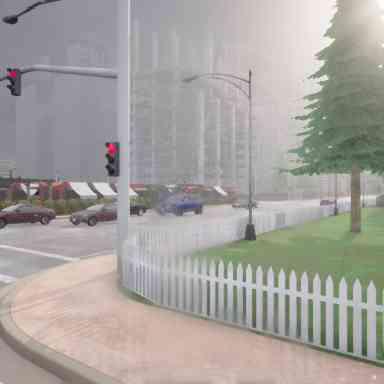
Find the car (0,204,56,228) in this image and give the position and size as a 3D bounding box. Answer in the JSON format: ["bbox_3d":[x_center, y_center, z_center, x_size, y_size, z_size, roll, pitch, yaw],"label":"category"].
[{"bbox_3d":[-11.475,1.526,22.225,1.812,1.442,4.674,0,0,36],"label":"car"}]

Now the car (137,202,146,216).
[{"bbox_3d":[-6.252,1.478,29.968,1.882,1.535,5.008,0,0,34],"label":"car"}]

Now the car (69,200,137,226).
[{"bbox_3d":[-6.359,1.526,23.512,1.812,1.442,4.674,0,0,34],"label":"car"}]

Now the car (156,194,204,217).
[{"bbox_3d":[-1.008,1.220,31.484,2.150,2.045,5.566,0,0,34],"label":"car"}]

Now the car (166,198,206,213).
[{"bbox_3d":[-0.629,1.492,38.294,2.128,1.511,4.902,0,0,34],"label":"car"}]

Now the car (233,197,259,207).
[{"bbox_3d":[8.394,1.493,51.523,2.128,1.511,4.902,0,0,34],"label":"car"}]

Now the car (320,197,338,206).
[{"bbox_3d":[21.035,1.526,51.303,1.812,1.442,4.674,0,0,34],"label":"car"}]

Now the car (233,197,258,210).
[{"bbox_3d":[6.985,1.491,43.284,2.128,1.511,4.902,0,0,34],"label":"car"}]
